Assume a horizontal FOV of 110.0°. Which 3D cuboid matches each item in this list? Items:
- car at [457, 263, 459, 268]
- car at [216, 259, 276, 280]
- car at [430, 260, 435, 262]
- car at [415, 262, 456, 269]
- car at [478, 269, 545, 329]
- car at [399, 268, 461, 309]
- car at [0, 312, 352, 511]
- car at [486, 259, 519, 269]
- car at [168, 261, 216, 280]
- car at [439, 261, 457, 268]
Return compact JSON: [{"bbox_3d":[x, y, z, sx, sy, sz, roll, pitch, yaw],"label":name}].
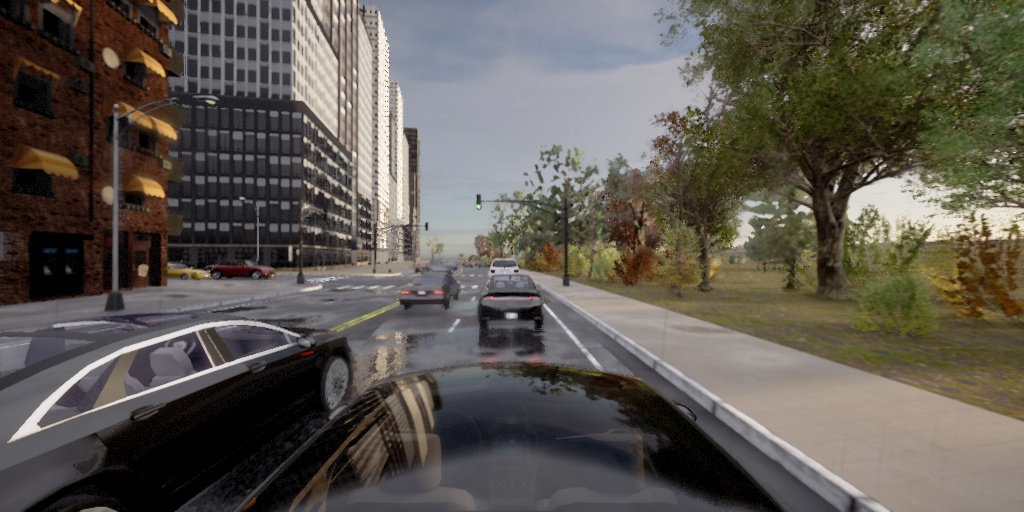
[{"bbox_3d":[-10.175,1.758,59.850,1.882,1.535,5.008,0,0,-7],"label":"car"},{"bbox_3d":[-23.226,1.109,31.185,4.553,1.767,2.097,1,0,-9],"label":"car"},{"bbox_3d":[-12.423,1.681,50.477,1.882,1.535,5.008,0,0,-4],"label":"car"},{"bbox_3d":[-6.448,1.493,29.699,1.882,1.535,5.008,1,-1,-25],"label":"car"},{"bbox_3d":[-0.061,1.337,11.607,2.128,1.511,4.902,0,0,-1],"label":"car"},{"bbox_3d":[-3.414,1.431,15.760,2.033,1.411,5.357,0,-1,-2],"label":"car"},{"bbox_3d":[-3.195,1.257,3.223,2.128,1.511,4.902,0,0,0],"label":"car"},{"bbox_3d":[-0.619,1.207,26.634,2.150,2.045,5.566,0,0,-3],"label":"car"},{"bbox_3d":[-26.506,1.201,27.876,4.829,1.417,1.751,0,0,-11],"label":"car"},{"bbox_3d":[-9.213,1.769,50.923,1.994,1.385,4.181,0,0,-6],"label":"car"}]
